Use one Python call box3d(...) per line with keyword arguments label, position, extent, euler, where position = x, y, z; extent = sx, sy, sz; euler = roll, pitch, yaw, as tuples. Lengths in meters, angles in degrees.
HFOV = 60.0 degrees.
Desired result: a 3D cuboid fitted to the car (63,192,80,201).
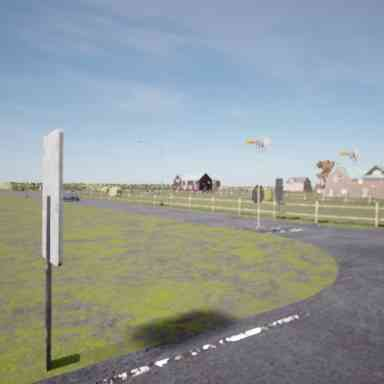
box3d(label="car", position=(-18.397, 0.694, 50.090), extent=(1.994, 1.385, 4.181), euler=(1, 1, -36))
